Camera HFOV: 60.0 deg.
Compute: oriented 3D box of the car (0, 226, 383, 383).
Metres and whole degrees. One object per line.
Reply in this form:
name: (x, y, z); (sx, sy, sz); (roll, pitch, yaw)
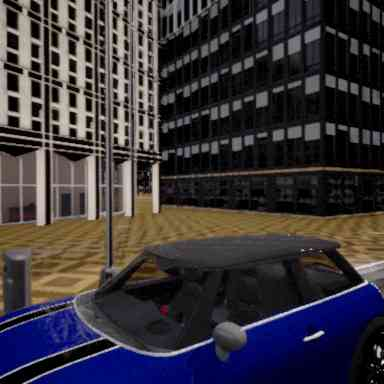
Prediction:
car: (0.056, 1.325, 3.422); (4.553, 1.767, 2.097); (0, 1, -35)
